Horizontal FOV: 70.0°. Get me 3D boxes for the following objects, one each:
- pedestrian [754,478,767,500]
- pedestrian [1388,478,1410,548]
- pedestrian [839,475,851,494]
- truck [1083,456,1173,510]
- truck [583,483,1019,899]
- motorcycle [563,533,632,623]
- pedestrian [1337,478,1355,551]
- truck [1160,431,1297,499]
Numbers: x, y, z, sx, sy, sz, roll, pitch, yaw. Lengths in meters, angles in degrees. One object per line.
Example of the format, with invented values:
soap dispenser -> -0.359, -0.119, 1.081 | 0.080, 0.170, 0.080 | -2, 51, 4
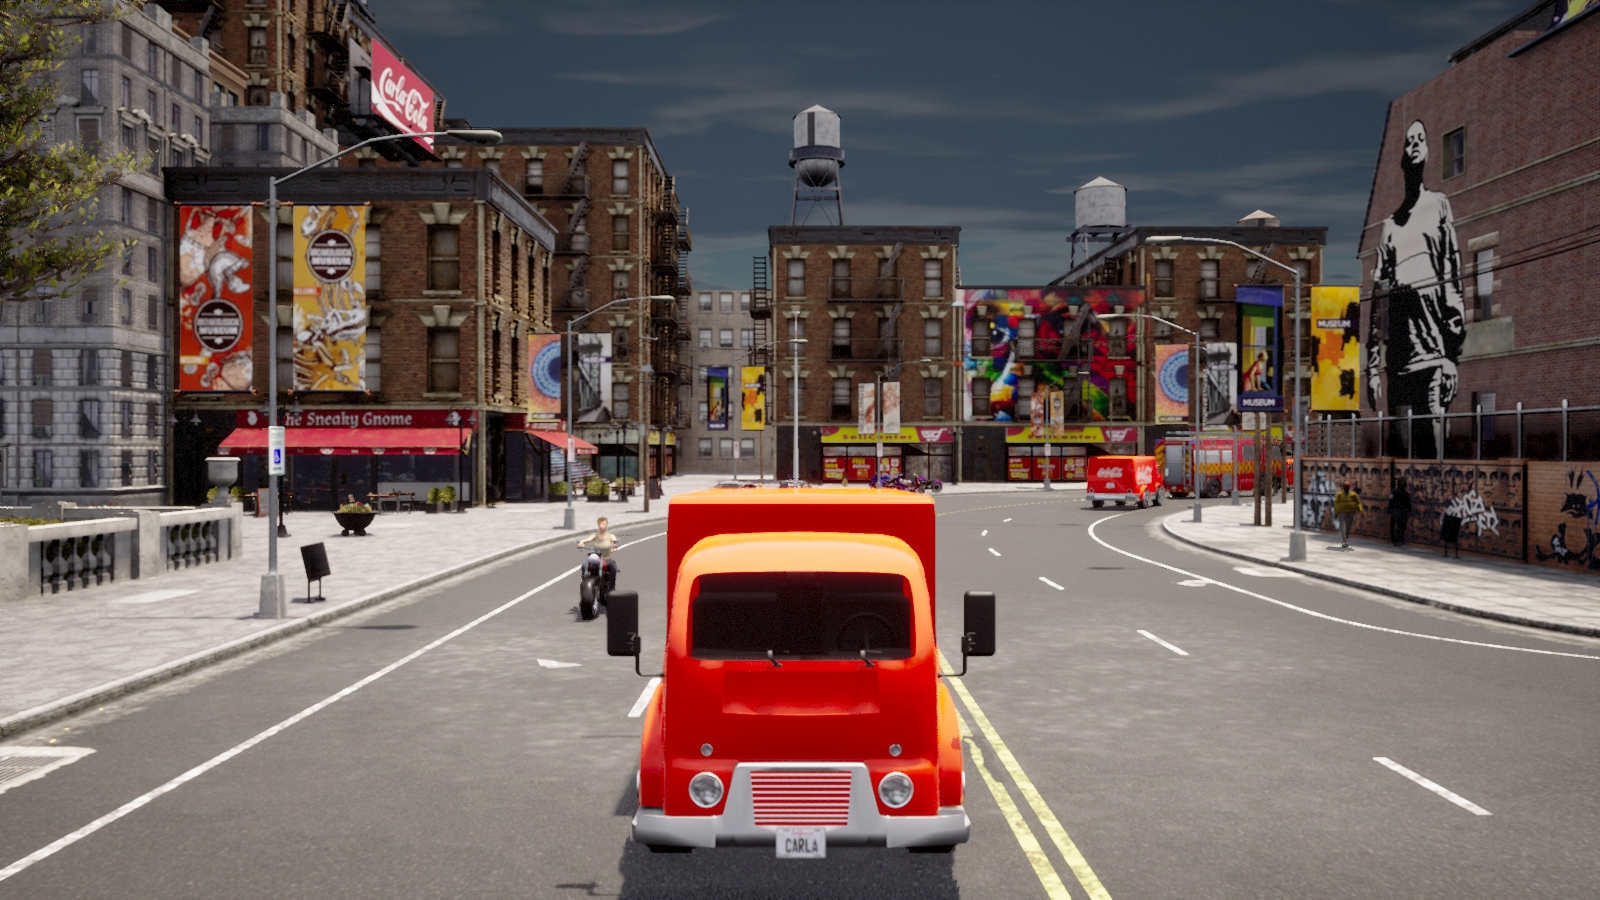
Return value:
pedestrian -> -2.058, 2.037, 59.370 | 0.500, 1.100, 0.500 | 0, 0, 26
pedestrian -> 16.004, 1.676, 30.527 | 0.375, 1.860, 0.375 | 0, 0, -4
pedestrian -> 2.672, 2.032, 67.757 | 0.500, 1.100, 0.500 | 0, 0, 28
truck -> 15.890, 1.532, 55.140 | 2.627, 2.467, 5.204 | 0, 0, 35
truck -> 0.008, 1.568, 9.494 | 2.627, 2.467, 5.204 | 0, 0, 0
motorcycle -> -3.439, 2.156, 19.613 | 0.764, 1.277, 2.356 | 0, 0, 0
pedestrian -> 14.245, 1.676, 29.824 | 0.375, 1.860, 0.375 | 0, 0, 17
truck -> 25.286, 0.847, 67.346 | 8.468, 3.827, 2.891 | 0, 0, -31
